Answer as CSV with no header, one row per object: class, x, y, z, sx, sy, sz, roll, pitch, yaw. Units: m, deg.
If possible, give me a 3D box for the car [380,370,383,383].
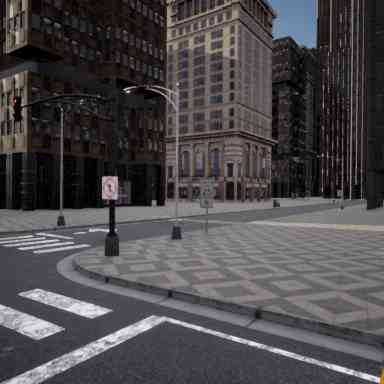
car,3.507,1.478,1.192,5.008,1.535,1.882,0,0,35
